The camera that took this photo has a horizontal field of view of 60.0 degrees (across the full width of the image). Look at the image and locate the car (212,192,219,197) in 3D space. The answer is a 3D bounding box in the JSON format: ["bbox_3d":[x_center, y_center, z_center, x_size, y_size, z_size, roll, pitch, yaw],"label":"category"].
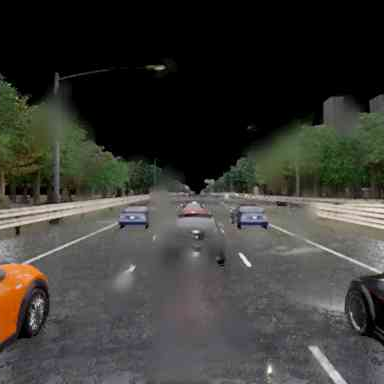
[{"bbox_3d":[6.980,0.705,84.204,2.097,1.767,4.553,0,0,0],"label":"car"}]

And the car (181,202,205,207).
[{"bbox_3d":[0.086,1.486,27.233,1.994,1.385,4.181,0,0,0],"label":"car"}]

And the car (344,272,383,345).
[{"bbox_3d":[3.567,1.563,3.978,1.994,1.385,4.181,0,0,0],"label":"car"}]

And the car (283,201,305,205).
[{"bbox_3d":[11.055,1.214,38.187,2.128,1.511,4.902,0,0,-16],"label":"car"}]

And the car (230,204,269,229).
[{"bbox_3d":[3.579,1.501,21.482,2.033,1.411,5.357,0,0,0],"label":"car"}]

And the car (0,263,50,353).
[{"bbox_3d":[-3.434,1.350,3.744,2.097,1.767,4.553,0,0,0],"label":"car"}]

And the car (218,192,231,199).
[{"bbox_3d":[6.973,0.983,68.154,1.812,1.442,4.674,0,0,0],"label":"car"}]

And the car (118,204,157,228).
[{"bbox_3d":[-3.417,1.501,21.567,2.033,1.411,5.357,0,0,0],"label":"car"}]

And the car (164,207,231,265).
[{"bbox_3d":[0.089,1.493,11.582,1.837,1.490,4.892,0,0,0],"label":"car"}]
